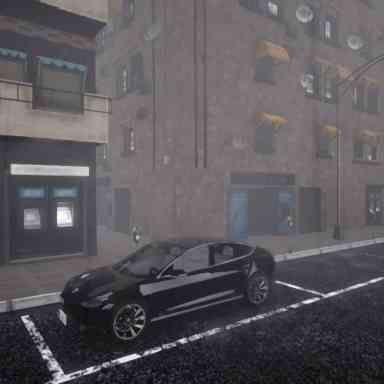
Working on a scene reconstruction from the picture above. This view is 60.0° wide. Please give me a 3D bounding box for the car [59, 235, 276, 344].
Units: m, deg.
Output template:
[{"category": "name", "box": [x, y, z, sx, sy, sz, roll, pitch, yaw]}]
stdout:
[{"category": "car", "box": [-0.224, 1.566, 6.415, 4.313, 1.339, 1.947, 0, 0, -36]}]
